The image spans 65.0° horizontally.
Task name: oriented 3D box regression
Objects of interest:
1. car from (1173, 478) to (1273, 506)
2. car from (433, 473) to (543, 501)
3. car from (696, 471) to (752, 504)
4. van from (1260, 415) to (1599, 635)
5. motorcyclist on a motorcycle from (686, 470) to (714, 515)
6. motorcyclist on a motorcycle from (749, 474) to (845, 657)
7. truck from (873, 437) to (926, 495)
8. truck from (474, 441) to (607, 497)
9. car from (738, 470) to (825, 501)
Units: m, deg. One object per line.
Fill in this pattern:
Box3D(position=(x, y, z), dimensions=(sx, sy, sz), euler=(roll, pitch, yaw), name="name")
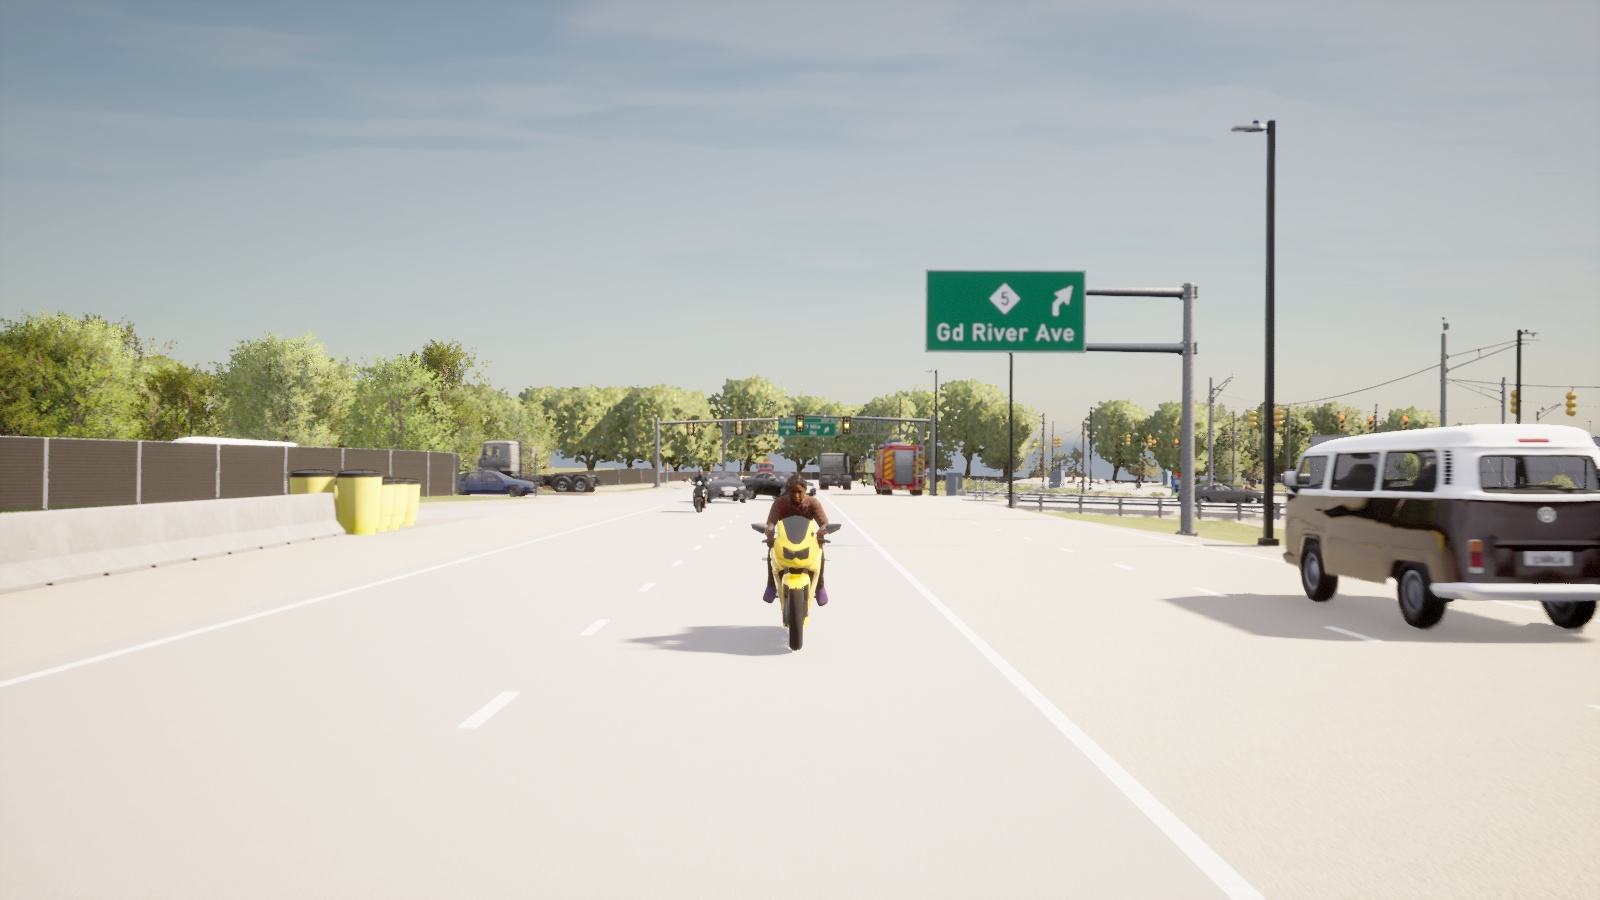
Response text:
Box3D(position=(23.627, 2.351, 70.270), dimensions=(4.902, 1.511, 2.128), euler=(0, -1, -2), name="car")
Box3D(position=(-16.480, 1.940, 66.519), dimensions=(5.357, 1.411, 2.033), euler=(0, 0, 0), name="car")
Box3D(position=(-3.646, 1.743, 59.658), dimensions=(2.128, 1.511, 4.902), euler=(0, -1, -10), name="car")
Box3D(position=(6.966, 0.733, 13.900), dimensions=(2.069, 2.038, 4.480), euler=(0, -1, 0), name="van")
Box3D(position=(-3.607, 1.512, 45.558), dimensions=(0.866, 1.590, 1.817), euler=(0, -1, 0), name="motorcyclist on a motorcycle")
Box3D(position=(-0.027, 0.985, 11.521), dimensions=(0.797, 1.523, 2.044), euler=(0, -1, 0), name="motorcyclist on a motorcycle")
Box3D(position=(6.802, 1.145, 87.050), dimensions=(2.891, 3.827, 8.468), euler=(0, -1, -1), name="truck")
Box3D(position=(-16.699, 1.228, 81.198), dimensions=(7.936, 3.462, 2.891), euler=(0, -1, 0), name="truck")
Box3D(position=(-1.025, 1.818, 64.984), dimensions=(2.128, 1.511, 4.902), euler=(1, -1, -35), name="car")
